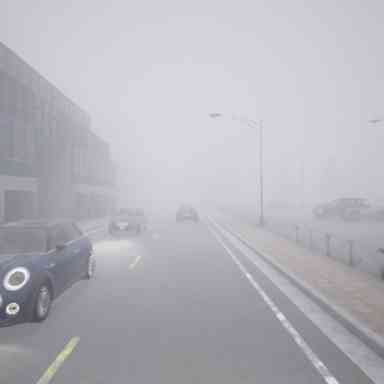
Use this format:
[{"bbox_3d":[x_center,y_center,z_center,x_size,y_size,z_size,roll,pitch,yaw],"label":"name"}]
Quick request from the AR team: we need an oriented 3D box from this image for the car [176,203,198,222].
[{"bbox_3d":[-0.449,1.950,30.406,1.994,1.385,4.181,0,-1,-1],"label":"car"}]

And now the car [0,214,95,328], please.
[{"bbox_3d":[-3.719,1.449,7.364,2.097,1.767,4.553,0,-1,-1],"label":"car"}]

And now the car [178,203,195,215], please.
[{"bbox_3d":[-0.673,2.077,41.751,2.033,1.411,5.357,0,-1,-1],"label":"car"}]

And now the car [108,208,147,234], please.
[{"bbox_3d":[-3.966,1.764,21.146,2.128,1.511,4.902,0,-1,-1],"label":"car"}]

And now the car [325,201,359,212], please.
[{"bbox_3d":[20.477,1.958,45.442,3.806,1.475,1.970,0,-1,-1],"label":"car"}]

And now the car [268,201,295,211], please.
[{"bbox_3d":[13.001,1.990,48.281,3.633,1.501,1.845,0,-1,-1],"label":"car"}]

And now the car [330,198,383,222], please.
[{"bbox_3d":[13.683,1.421,26.806,3.866,1.878,1.905,0,-1,-1],"label":"car"}]

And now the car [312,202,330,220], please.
[{"bbox_3d":[13.216,1.479,29.703,4.605,1.855,1.932,0,-1,-1],"label":"car"}]
